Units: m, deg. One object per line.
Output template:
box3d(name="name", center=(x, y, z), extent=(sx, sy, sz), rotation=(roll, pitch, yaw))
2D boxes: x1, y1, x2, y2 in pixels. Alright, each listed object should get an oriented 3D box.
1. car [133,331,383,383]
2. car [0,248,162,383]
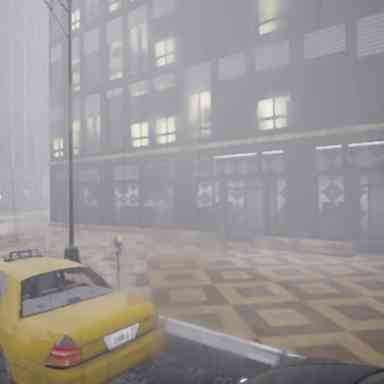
box3d(name="car", center=(1.997, 1.566, 1.423), extent=(4.313, 1.339, 1.947), rotation=(0, -1, 36))
box3d(name="car", center=(-2.636, 1.526, 4.938), extent=(4.829, 1.417, 1.752), rotation=(0, -1, 36))
